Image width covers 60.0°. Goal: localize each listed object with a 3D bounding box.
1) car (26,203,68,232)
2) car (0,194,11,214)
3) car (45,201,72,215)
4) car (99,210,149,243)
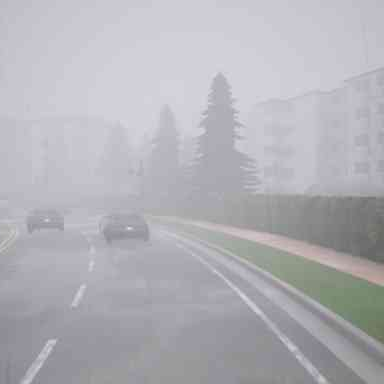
[{"bbox_3d":[-9.220,1.605,20.728,1.994,1.385,4.181,0,0,-28],"label":"car"},{"bbox_3d":[-21.244,1.293,35.071,5.566,2.045,2.150,-2,-1,38],"label":"car"},{"bbox_3d":[-13.772,1.610,33.008,2.033,1.411,5.357,0,0,-44],"label":"car"},{"bbox_3d":[-3.475,1.588,16.548,1.994,1.385,4.181,0,0,-20],"label":"car"}]
